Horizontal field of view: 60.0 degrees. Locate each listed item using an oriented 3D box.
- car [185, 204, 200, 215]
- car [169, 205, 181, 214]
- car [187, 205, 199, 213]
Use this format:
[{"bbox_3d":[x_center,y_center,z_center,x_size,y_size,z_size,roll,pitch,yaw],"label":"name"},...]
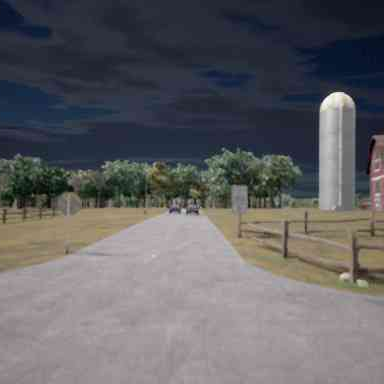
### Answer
[{"bbox_3d":[0.087,2.592,48.336,1.837,1.490,4.892,1,-2,0],"label":"car"},{"bbox_3d":[-2.657,2.705,52.949,2.033,1.411,5.357,1,-2,0],"label":"car"},{"bbox_3d":[0.099,2.955,58.762,1.994,1.385,4.181,1,-2,0],"label":"car"}]
